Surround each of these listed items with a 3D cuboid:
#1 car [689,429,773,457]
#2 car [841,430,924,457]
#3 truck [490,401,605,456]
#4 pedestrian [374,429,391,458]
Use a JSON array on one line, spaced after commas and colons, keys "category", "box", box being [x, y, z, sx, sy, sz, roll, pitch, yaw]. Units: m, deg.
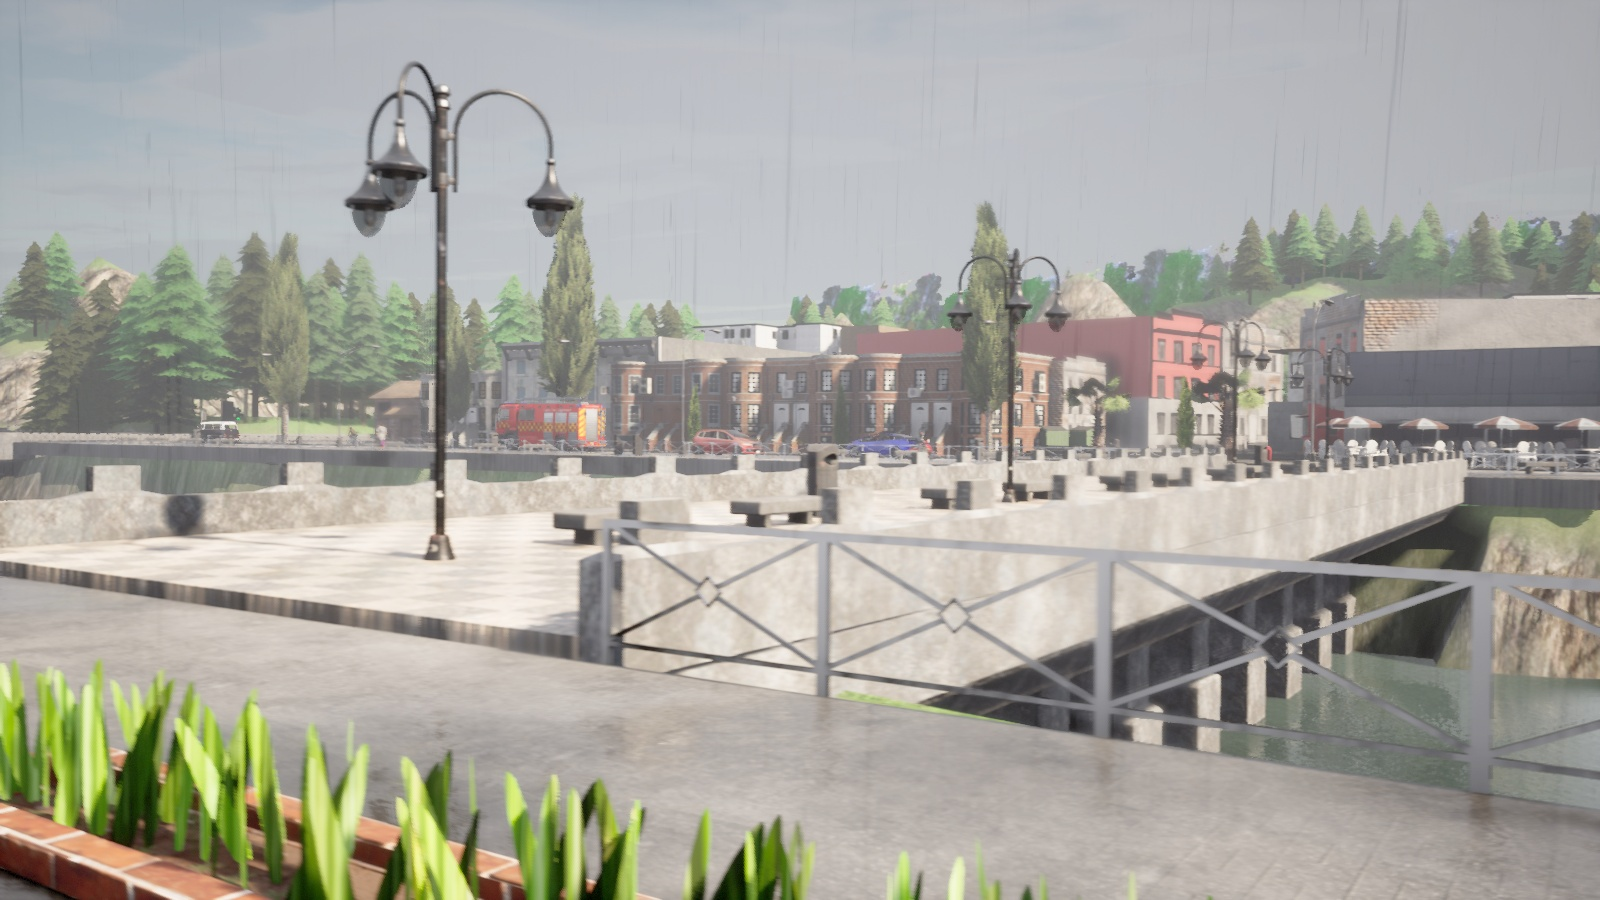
[{"category": "car", "box": [-4.206, -0.427, 76.245, 4.611, 1.667, 2.242, 0, 1, 34]}, {"category": "car", "box": [4.902, -0.390, 74.999, 4.514, 1.525, 2.007, 0, 1, 34]}, {"category": "truck", "box": [-18.219, -1.501, 90.329, 8.468, 3.827, 2.891, 0, 1, 34]}, {"category": "pedestrian", "box": [-28.075, -0.457, 84.453, 0.873, 1.952, 0.659, 0, 1, 38]}]
